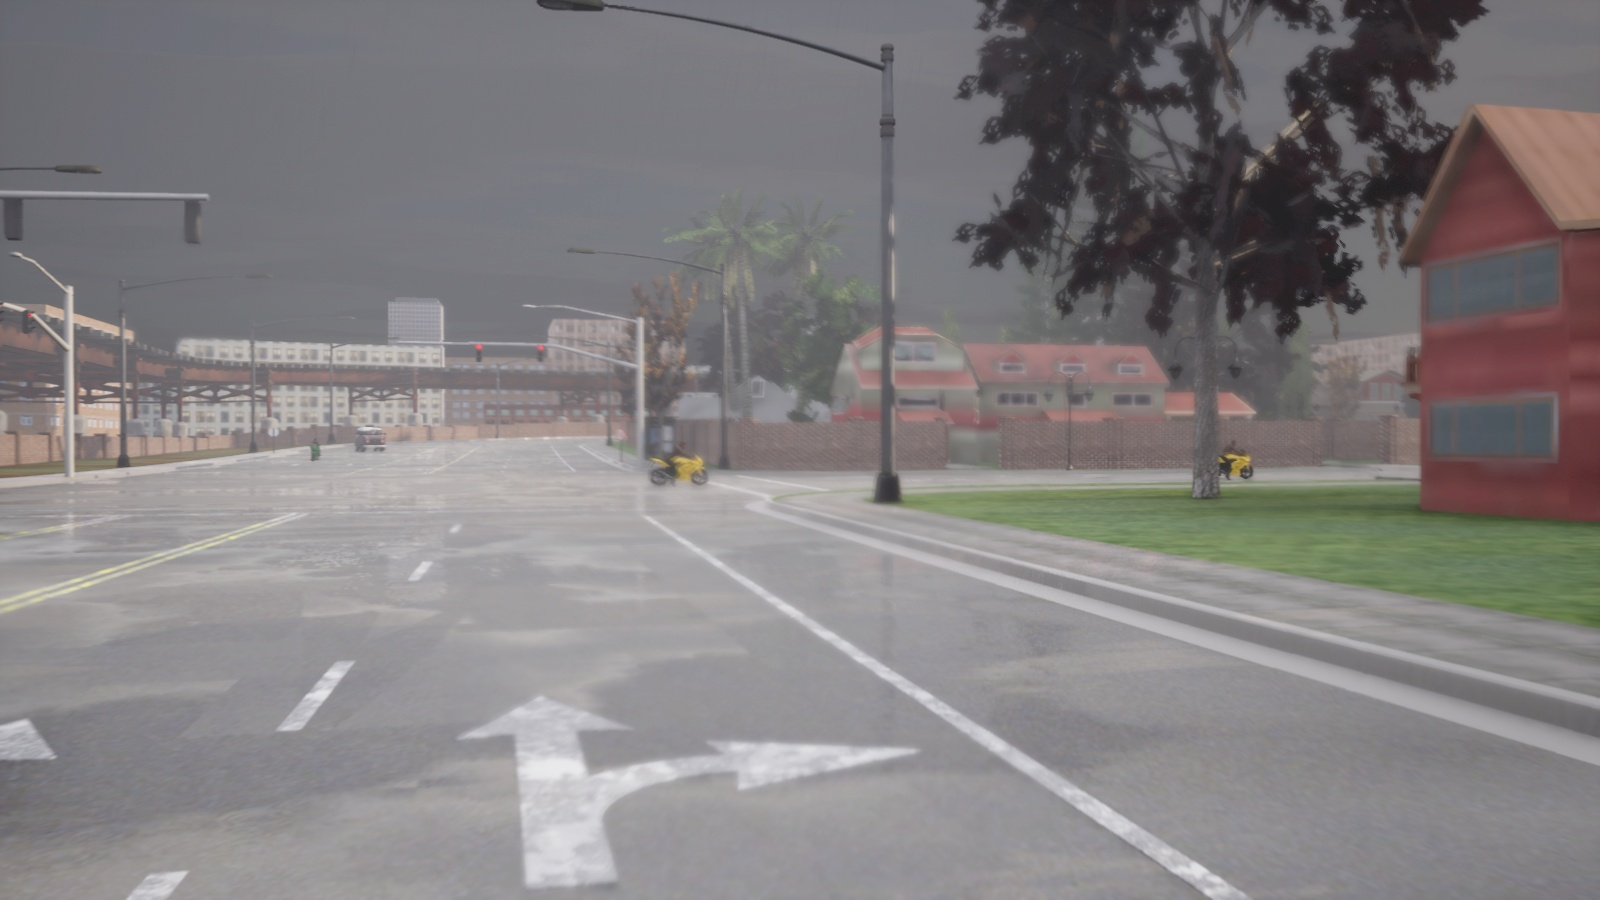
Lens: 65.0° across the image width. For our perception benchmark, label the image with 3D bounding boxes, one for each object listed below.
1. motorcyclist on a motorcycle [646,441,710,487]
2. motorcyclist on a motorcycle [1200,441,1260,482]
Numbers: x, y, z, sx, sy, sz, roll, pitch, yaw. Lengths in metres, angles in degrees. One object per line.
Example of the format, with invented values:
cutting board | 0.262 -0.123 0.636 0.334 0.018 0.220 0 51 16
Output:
motorcyclist on a motorcycle | -4.126 0.470 42.491 2.044 1.523 0.797 0 0 -14
motorcyclist on a motorcycle | 16.267 0.409 47.503 2.044 1.523 0.797 0 0 -14
